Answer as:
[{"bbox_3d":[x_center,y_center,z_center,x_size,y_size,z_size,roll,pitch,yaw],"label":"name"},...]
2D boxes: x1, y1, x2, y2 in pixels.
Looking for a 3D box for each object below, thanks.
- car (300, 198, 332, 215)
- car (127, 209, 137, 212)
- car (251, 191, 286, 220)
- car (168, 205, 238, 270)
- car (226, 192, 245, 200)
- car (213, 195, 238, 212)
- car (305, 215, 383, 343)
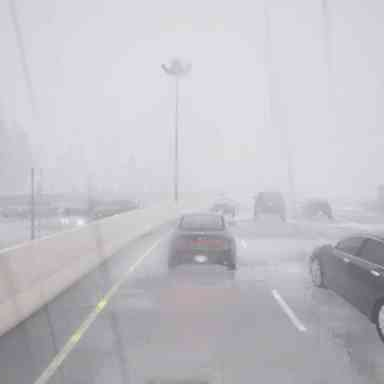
[{"bbox_3d":[9.611,1.220,25.884,1.837,1.490,4.892,0,1,13],"label":"car"},{"bbox_3d":[-5.376,1.213,23.502,1.837,1.490,4.892,0,0,10],"label":"car"},{"bbox_3d":[5.790,0.938,25.004,2.150,2.045,5.566,0,1,12],"label":"car"},{"bbox_3d":[0.361,1.379,10.631,1.837,1.490,4.892,0,1,3],"label":"car"},{"bbox_3d":[8.646,0.747,66.330,1.812,1.442,4.674,1,1,35],"label":"car"},{"bbox_3d":[2.656,1.213,26.839,1.812,1.442,4.674,0,1,13],"label":"car"},{"bbox_3d":[3.663,1.443,5.974,1.837,1.490,4.892,0,1,1],"label":"car"}]
